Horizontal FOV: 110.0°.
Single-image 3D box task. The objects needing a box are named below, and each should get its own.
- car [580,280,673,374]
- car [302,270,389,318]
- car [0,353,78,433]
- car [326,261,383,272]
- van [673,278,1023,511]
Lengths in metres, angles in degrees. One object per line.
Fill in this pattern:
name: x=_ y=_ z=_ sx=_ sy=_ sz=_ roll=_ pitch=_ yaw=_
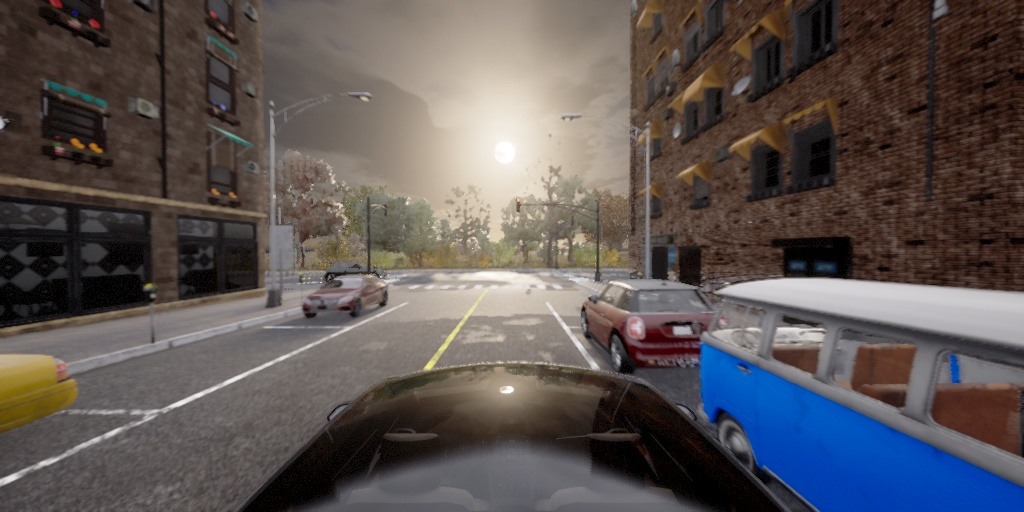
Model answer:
car: x=2.689 y=1.195 z=7.572 sx=1.967 sy=1.591 sz=4.097 roll=0 pitch=0 yaw=0
car: x=-5.788 y=1.342 z=13.042 sx=1.802 sy=1.307 sz=4.207 roll=0 pitch=0 yaw=0
car: x=-5.691 y=1.276 z=1.829 sx=1.751 sy=1.417 sz=4.829 roll=0 pitch=0 yaw=0
car: x=-12.502 y=1.215 z=28.905 sx=4.553 sy=1.767 sz=2.097 roll=-1 pitch=1 yaw=-7
van: x=2.689 y=1.091 z=2.048 sx=1.690 sy=1.789 sz=3.998 roll=0 pitch=0 yaw=0
